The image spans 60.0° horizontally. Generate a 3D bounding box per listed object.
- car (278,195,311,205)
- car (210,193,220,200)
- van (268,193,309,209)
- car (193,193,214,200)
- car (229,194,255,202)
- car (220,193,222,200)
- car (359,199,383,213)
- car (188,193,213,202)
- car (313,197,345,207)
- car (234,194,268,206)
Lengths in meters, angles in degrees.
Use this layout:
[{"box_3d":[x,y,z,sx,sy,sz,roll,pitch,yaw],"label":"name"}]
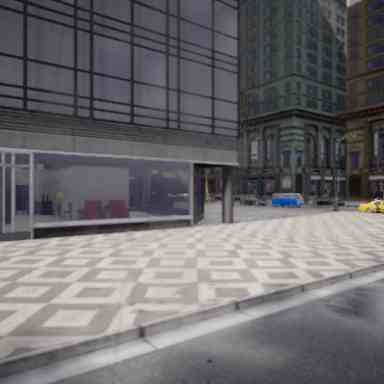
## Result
[{"box_3d":[15.285,1.187,49.673,1.887,1.381,4.507,1,0,-35],"label":"car"},{"box_3d":[1.946,1.021,53.807,1.752,1.417,4.829,1,0,-35],"label":"car"},{"box_3d":[11.555,1.062,40.164,1.690,1.788,3.998,1,0,-35],"label":"van"},{"box_3d":[2.344,0.872,68.045,2.008,1.369,4.403,1,0,-35],"label":"car"},{"box_3d":[8.813,1.036,58.861,2.008,1.369,4.403,1,0,-35],"label":"car"},{"box_3d":[5.581,0.843,63.453,1.967,1.590,4.097,1,0,-35],"label":"car"},{"box_3d":[18.122,1.370,30.836,1.752,1.417,4.829,1,0,-35],"label":"car"},{"box_3d":[1.484,0.916,59.242,1.882,1.535,5.008,0,1,-35],"label":"car"},{"box_3d":[18.518,1.279,45.081,1.947,1.339,4.313,1,0,-35],"label":"car"},{"box_3d":[8.318,1.201,44.758,2.008,1.369,4.403,1,0,-35],"label":"car"}]
